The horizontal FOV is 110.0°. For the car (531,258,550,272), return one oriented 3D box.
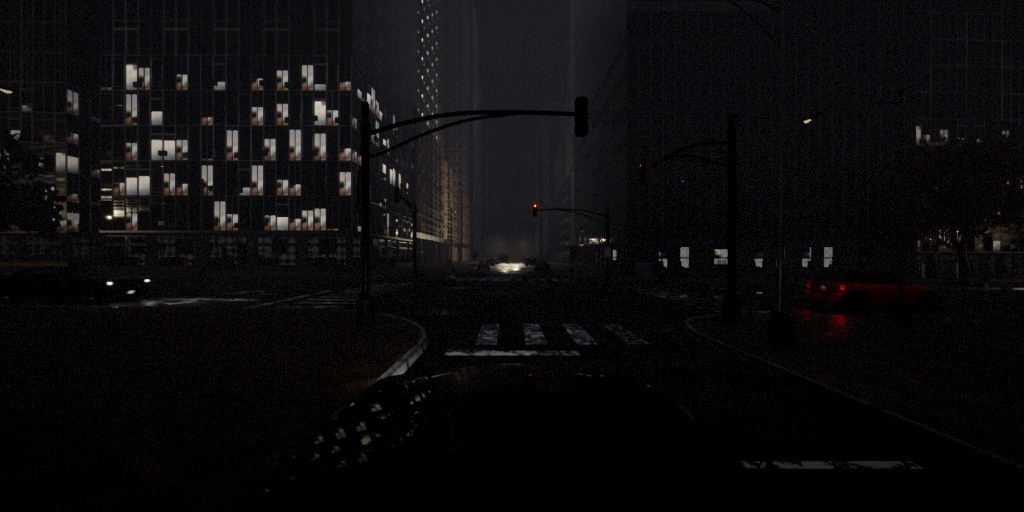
[{"bbox_3d":[3.878,1.328,46.557,1.948,1.339,4.313,0,0,0],"label":"car"}]

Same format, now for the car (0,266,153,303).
[{"bbox_3d":[-17.174,1.062,13.985,4.718,1.301,1.895,1,0,-3],"label":"car"}]

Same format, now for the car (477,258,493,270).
[{"bbox_3d":[-4.081,1.341,52.040,1.802,1.307,4.207,0,0,0],"label":"car"}]

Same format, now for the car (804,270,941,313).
[{"bbox_3d":[15.525,1.408,15.539,4.553,1.767,2.097,1,0,-3],"label":"car"}]
